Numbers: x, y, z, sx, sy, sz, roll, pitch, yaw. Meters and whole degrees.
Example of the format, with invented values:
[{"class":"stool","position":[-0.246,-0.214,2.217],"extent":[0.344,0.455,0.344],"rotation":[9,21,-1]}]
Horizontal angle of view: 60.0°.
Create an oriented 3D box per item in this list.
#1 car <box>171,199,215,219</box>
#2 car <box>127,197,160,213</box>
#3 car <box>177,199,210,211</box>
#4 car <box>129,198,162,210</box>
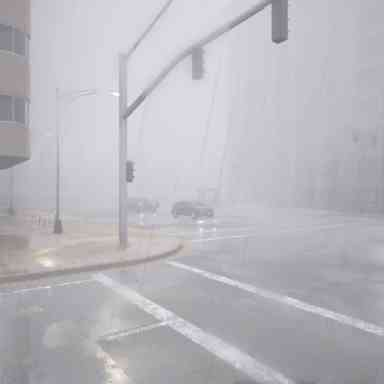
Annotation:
[{"class":"car","position":[-0.027,1.505,29.235],"extent":[1.837,1.490,4.892],"rotation":[0,0,-36]},{"class":"car","position":[-5.932,1.352,37.334],"extent":[2.097,1.767,4.553],"rotation":[0,0,-37]},{"class":"car","position":[0.164,1.564,41.171],"extent":[1.994,1.385,4.181],"rotation":[0,0,-36]},{"class":"car","position":[-6.205,1.547,43.963],"extent":[2.033,1.411,5.357],"rotation":[0,0,-36]}]
